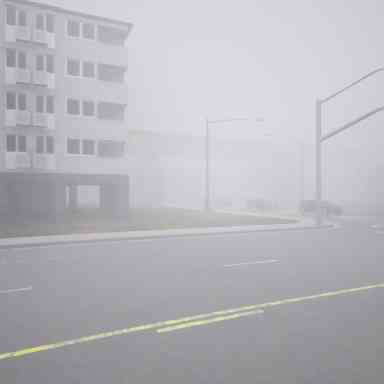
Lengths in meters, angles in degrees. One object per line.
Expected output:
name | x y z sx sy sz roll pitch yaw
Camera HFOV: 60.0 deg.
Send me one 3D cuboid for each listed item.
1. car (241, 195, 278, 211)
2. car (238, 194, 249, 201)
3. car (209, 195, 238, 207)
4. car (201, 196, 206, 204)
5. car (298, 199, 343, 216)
car | 8.803 1.491 42.015 2.128 1.511 4.902 0 0 -25
car | 11.407 1.540 75.339 2.033 1.411 5.357 0 0 41
car | 4.676 1.505 51.310 1.837 1.490 4.892 0 0 -21
car | 2.728 1.505 61.448 1.837 1.490 4.892 0 0 3
car | 12.834 1.505 33.440 1.837 1.490 4.892 0 0 -25
